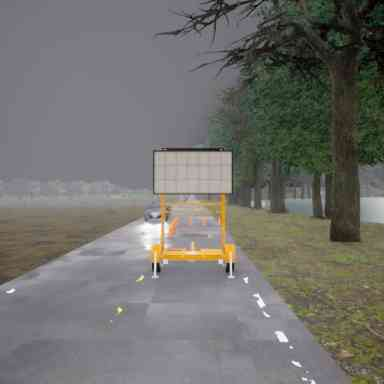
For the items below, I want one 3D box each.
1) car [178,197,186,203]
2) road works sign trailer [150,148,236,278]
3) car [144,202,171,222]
[{"bbox_3d":[-2.476,1.938,81.376,2.128,1.511,4.902,0,-1,0],"label":"car"},{"bbox_3d":[0.033,0.475,10.124,2.380,3.560,2.880,0,0,0],"label":"road works sign trailer"},{"bbox_3d":[-2.757,1.555,27.372,2.128,1.511,4.902,0,0,0],"label":"car"}]
